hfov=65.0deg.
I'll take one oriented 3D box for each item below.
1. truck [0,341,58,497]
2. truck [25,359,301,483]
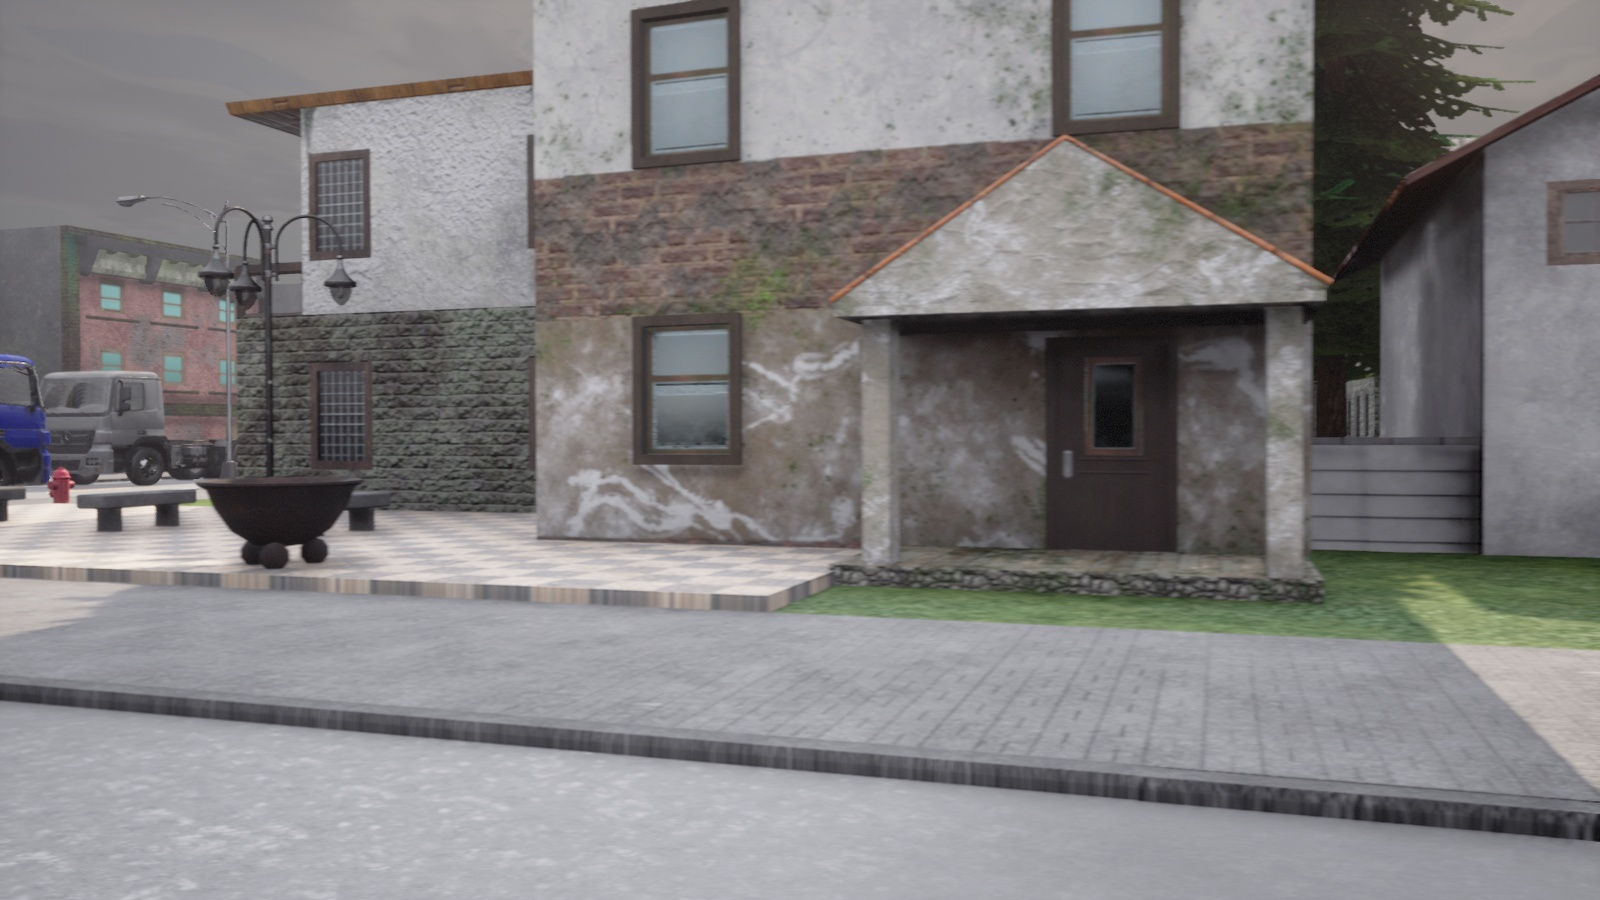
[{"bbox_3d":[-19.870,-0.659,25.846,2.891,3.462,7.936,1,1,19],"label":"truck"},{"bbox_3d":[-19.545,-0.874,39.231,2.891,3.462,7.936,1,1,19],"label":"truck"}]
